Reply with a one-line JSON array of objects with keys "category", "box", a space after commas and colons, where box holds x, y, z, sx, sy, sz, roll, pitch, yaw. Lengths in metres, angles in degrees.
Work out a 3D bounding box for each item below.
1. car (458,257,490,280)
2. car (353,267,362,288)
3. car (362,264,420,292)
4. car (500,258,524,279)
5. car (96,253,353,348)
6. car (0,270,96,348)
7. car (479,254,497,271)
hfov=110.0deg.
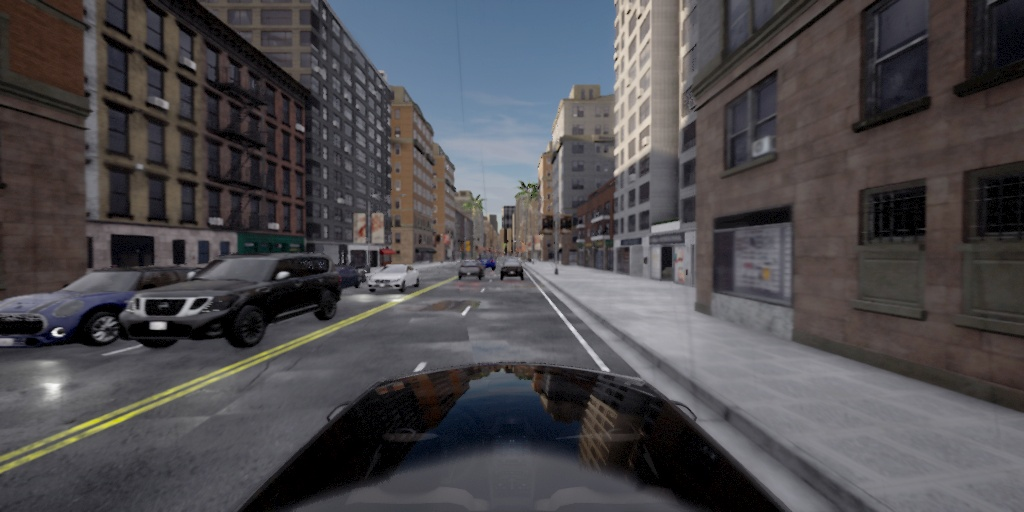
[{"category": "car", "box": [-3.243, 1.119, 29.428, 2.128, 1.511, 4.902, 0, 0, 0]}, {"category": "car", "box": [-9.846, 1.215, 19.827, 2.033, 1.411, 5.357, 0, 0, 0]}, {"category": "car", "box": [-6.590, 1.191, 20.523, 1.812, 1.442, 4.674, 0, 0, 0]}, {"category": "car", "box": [0.012, 1.102, 30.110, 1.882, 1.535, 5.008, 0, 1, 0]}, {"category": "car", "box": [-6.604, 0.936, 9.453, 2.150, 2.045, 5.566, 0, 0, 0]}, {"category": "car", "box": [-9.844, 1.067, 9.206, 2.097, 1.767, 4.553, 0, 0, 0]}, {"category": "car", "box": [-3.194, 0.784, 46.081, 2.150, 2.045, 5.566, 0, 0, 0]}]
